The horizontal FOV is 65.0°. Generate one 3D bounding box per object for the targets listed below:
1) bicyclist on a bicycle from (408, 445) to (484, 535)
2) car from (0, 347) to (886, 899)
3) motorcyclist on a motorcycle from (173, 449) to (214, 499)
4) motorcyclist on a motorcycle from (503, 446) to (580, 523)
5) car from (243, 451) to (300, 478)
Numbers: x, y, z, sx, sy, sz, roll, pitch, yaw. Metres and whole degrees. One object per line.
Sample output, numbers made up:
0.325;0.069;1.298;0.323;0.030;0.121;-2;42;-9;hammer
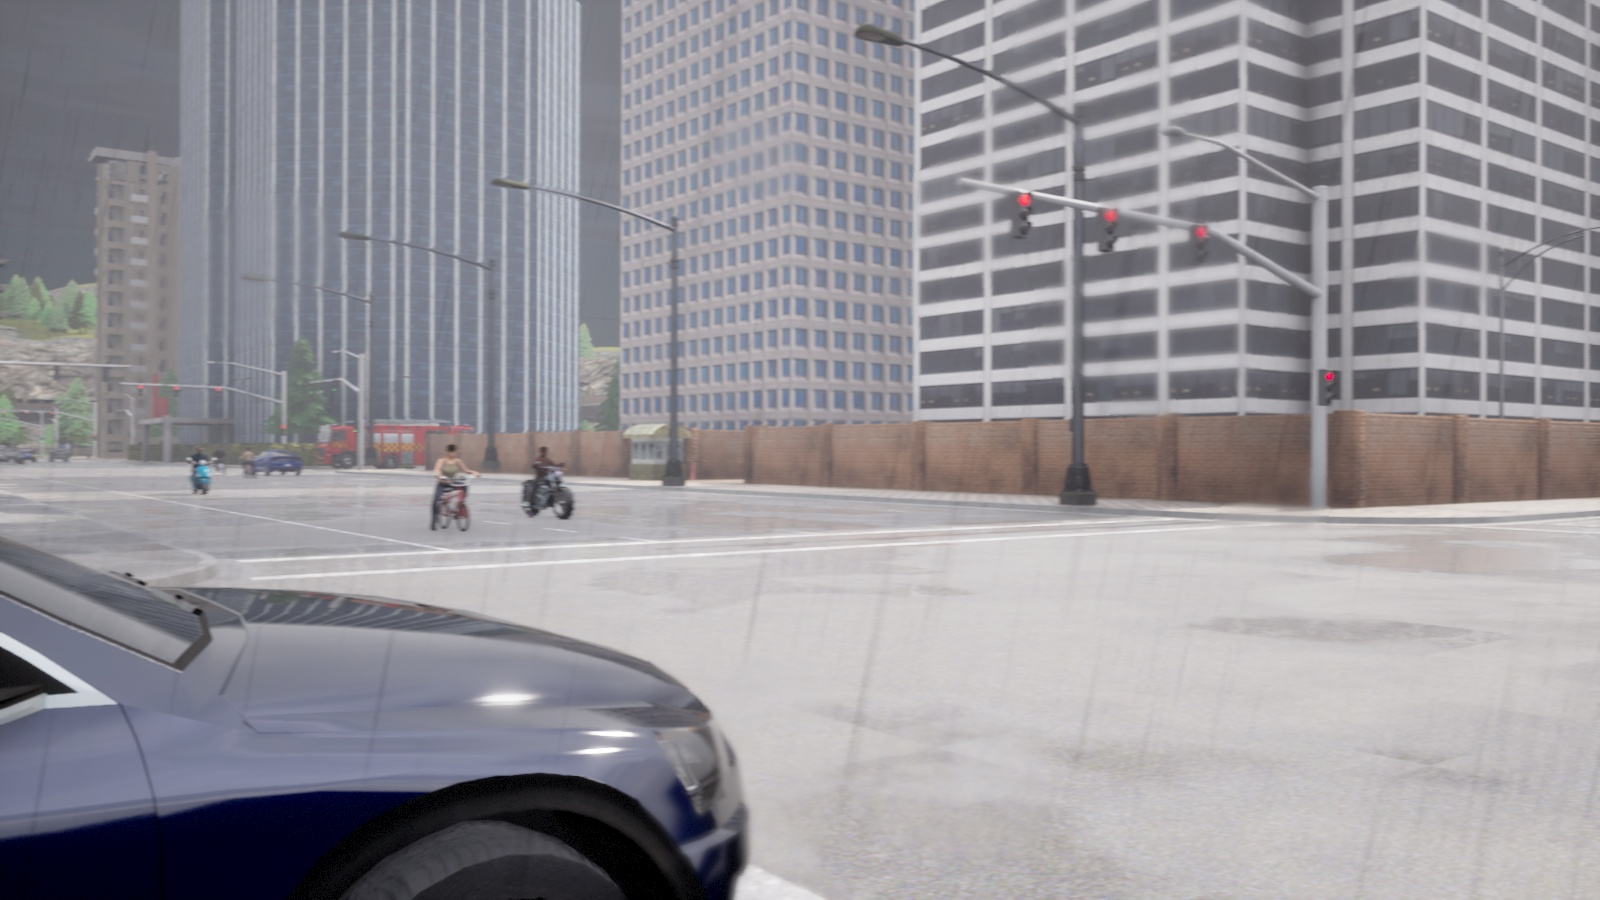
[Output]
-6.552;0.712;23.199;0.866;1.612;1.509;0;0;-37;bicyclist on a bicycle
-2.346;0.677;2.137;4.856;1.649;2.033;0;0;-38;car
-19.663;0.754;40.692;0.866;1.590;1.817;0;0;-37;motorcyclist on a motorcycle
-5.792;0.733;28.013;0.766;1.649;2.350;0;0;-37;motorcyclist on a motorcycle
-30.796;0.823;73.053;1.882;1.535;5.008;0;0;-37;car
